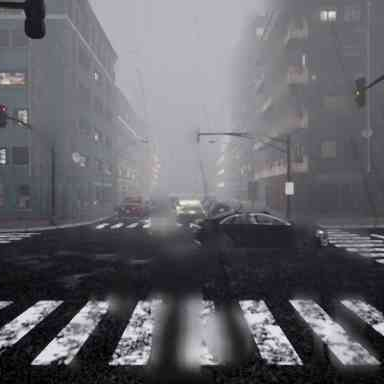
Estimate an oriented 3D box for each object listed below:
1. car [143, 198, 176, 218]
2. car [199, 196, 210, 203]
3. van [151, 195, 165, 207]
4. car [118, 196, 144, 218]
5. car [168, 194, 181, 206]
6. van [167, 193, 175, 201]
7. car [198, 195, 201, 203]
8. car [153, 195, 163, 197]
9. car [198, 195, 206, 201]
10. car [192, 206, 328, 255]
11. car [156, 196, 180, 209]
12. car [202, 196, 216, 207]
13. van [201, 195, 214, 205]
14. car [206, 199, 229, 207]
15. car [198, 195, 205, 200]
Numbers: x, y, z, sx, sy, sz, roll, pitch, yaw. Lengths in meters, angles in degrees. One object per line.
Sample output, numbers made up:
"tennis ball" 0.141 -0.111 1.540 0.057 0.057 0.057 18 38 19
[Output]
"car" -2.861 1.539 30.496 2.033 1.411 5.357 0 0 0
"car" 2.541 1.516 69.043 2.008 1.369 4.403 0 0 0
"van" -5.333 1.319 52.383 1.690 1.788 3.998 0 0 0
"car" -5.324 1.307 30.175 2.192 1.841 5.009 0 0 0
"car" -2.856 1.504 51.567 1.812 1.442 4.674 0 0 0
"van" -5.345 1.290 85.695 1.690 1.788 3.998 0 0 0
"car" 2.545 1.414 57.938 1.967 1.590 4.097 0 0 0
"car" -5.331 1.527 46.831 1.887 1.381 4.507 0 0 0
"car" 2.534 1.493 85.699 1.887 1.381 4.507 0 0 0
"car" 2.458 1.439 12.457 4.902 1.511 2.128 -1 0 0
"car" -2.863 1.533 41.105 2.033 1.411 5.357 0 0 0
"car" 2.552 1.568 41.283 1.802 1.307 4.206 0 0 0
"van" 2.550 1.323 46.835 1.690 1.788 3.998 0 0 0
"car" 2.556 1.558 30.179 1.947 1.339 4.313 0 0 0
"car" 2.532 1.487 91.251 1.887 1.381 4.507 0 0 0
